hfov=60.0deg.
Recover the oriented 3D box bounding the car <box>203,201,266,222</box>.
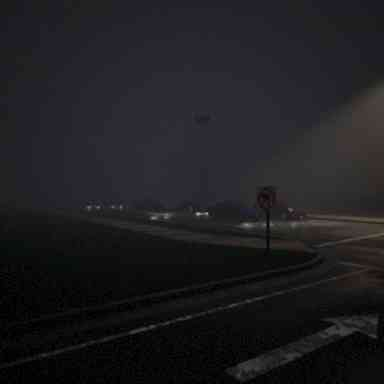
[{"bbox_3d":[3.365,1.489,26.850,1.882,1.535,5.008,0,0,-36],"label":"car"}]

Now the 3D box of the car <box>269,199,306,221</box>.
[{"bbox_3d":[7.162,1.366,27.587,2.097,1.767,4.553,0,0,-36],"label":"car"}]

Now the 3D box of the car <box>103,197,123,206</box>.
[{"bbox_3d":[-13.547,1.561,56.286,2.033,1.411,5.357,0,0,-35],"label":"car"}]

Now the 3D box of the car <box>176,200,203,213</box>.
[{"bbox_3d":[-0.041,1.577,37.466,1.994,1.385,4.181,0,0,-36],"label":"car"}]

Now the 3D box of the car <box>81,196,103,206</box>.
[{"bbox_3d":[-16.947,1.522,55.031,1.837,1.490,4.892,0,0,-36],"label":"car"}]

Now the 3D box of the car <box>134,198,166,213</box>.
[{"bbox_3d":[-4.882,1.489,38.169,1.882,1.535,5.008,0,1,-36],"label":"car"}]
